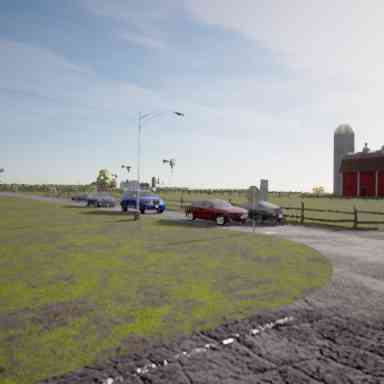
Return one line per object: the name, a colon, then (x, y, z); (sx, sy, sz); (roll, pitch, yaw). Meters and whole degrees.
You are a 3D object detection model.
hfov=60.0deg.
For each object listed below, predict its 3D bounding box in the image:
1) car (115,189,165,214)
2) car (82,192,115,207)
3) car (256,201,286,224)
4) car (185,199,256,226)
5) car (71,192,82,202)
car: (-4.548, 0.814, 29.931); (2.150, 2.045, 5.566); (1, 0, -36)
car: (-10.451, 0.803, 38.048); (2.097, 1.767, 4.553); (1, 0, -36)
car: (4.242, 1.319, 22.844); (1.812, 1.442, 4.674); (1, 0, -36)
car: (1.497, 1.217, 21.618); (1.882, 1.535, 5.008); (1, 0, -36)
car: (-17.855, 0.757, 53.211); (2.128, 1.511, 4.902); (1, 0, -36)
